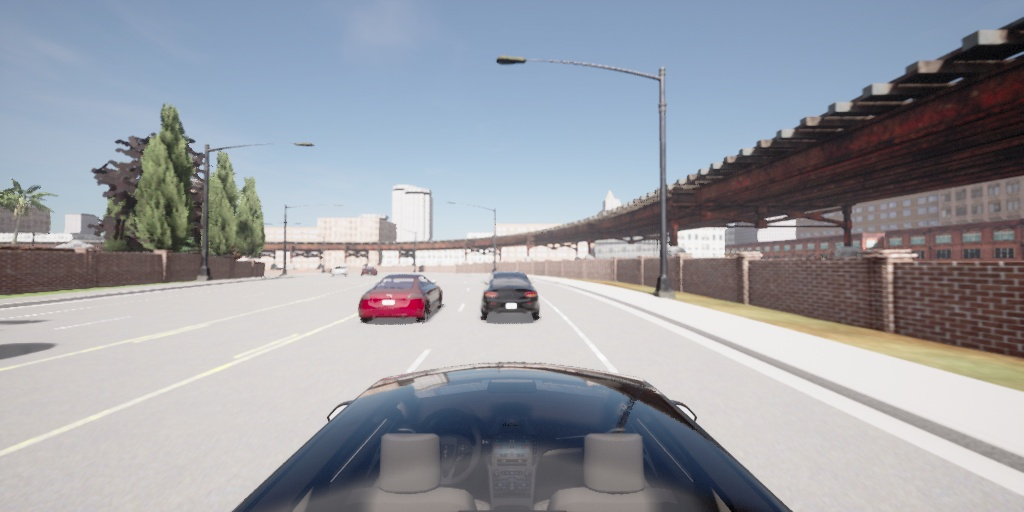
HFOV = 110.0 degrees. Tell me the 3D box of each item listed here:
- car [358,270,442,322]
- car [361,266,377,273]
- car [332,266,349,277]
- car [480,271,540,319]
[{"bbox_3d":[-3.601,1.289,12.222,1.994,1.385,4.181,0,0,-2],"label":"car"},{"bbox_3d":[-18.956,2.035,47.702,1.994,1.385,4.181,0,-3,-23],"label":"car"},{"bbox_3d":[-22.562,2.008,47.221,1.812,1.442,4.674,1,-2,-24],"label":"car"},{"bbox_3d":[-0.133,1.253,12.523,1.812,1.442,4.674,0,0,-3],"label":"car"}]
